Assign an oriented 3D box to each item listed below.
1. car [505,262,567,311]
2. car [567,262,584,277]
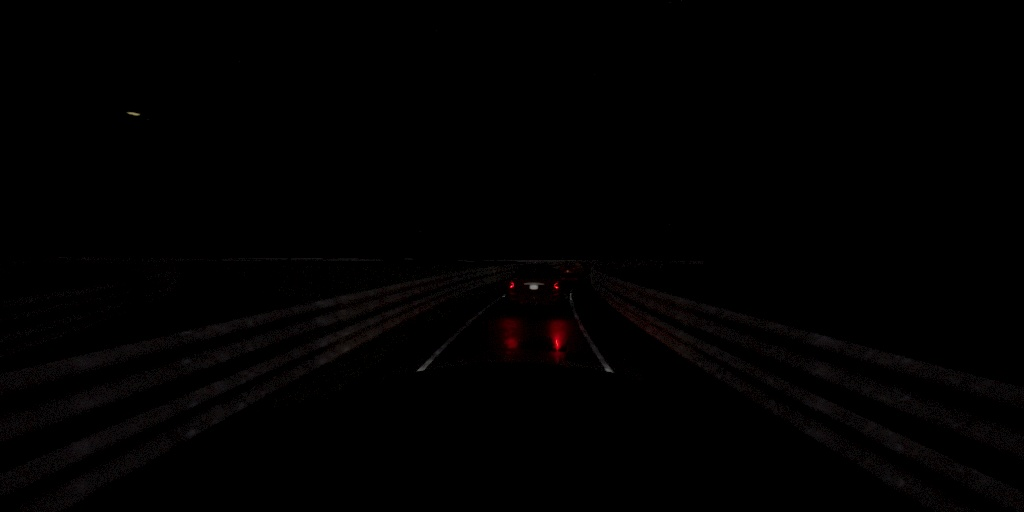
[{"bbox_3d":[1.037,1.117,14.712,2.097,1.767,4.553,1,0,7],"label":"car"},{"bbox_3d":[6.147,1.301,36.518,1.882,1.535,5.008,0,0,19],"label":"car"}]
